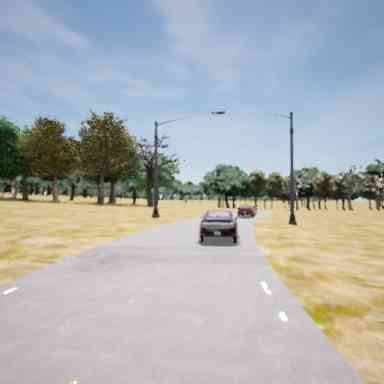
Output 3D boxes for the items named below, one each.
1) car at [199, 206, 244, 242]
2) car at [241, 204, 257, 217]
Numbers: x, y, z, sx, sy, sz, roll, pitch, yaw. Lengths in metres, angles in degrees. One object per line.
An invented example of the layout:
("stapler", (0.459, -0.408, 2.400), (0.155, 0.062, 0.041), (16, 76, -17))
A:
("car", (1.469, 1.690, 17.467), (2.128, 1.511, 4.902), (0, -1, 7))
("car", (6.804, 2.269, 40.746), (1.882, 1.535, 5.008), (-1, -2, 17))
